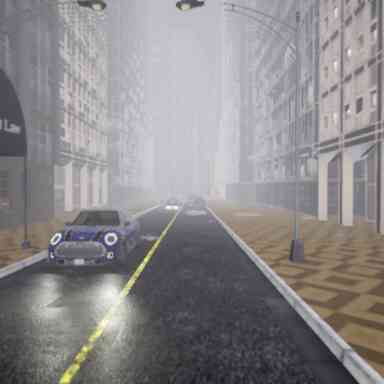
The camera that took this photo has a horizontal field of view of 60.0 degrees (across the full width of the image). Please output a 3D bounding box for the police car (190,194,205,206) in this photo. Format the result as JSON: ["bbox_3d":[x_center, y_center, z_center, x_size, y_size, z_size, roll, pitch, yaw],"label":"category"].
[{"bbox_3d":[1.058,1.326,51.213,1.930,1.638,5.238,0,0,0],"label":"police car"}]

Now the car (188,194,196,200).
[{"bbox_3d":[0.014,1.202,86.890,1.882,1.535,5.008,0,0,0],"label":"car"}]

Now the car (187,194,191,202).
[{"bbox_3d":[0.011,1.270,69.255,1.837,1.490,4.892,0,0,0],"label":"car"}]

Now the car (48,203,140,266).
[{"bbox_3d":[-3.099,1.325,11.381,2.097,1.767,4.553,0,0,0],"label":"car"}]

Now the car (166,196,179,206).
[{"bbox_3d":[-3.058,1.388,53.664,2.128,1.511,4.902,0,0,0],"label":"car"}]
